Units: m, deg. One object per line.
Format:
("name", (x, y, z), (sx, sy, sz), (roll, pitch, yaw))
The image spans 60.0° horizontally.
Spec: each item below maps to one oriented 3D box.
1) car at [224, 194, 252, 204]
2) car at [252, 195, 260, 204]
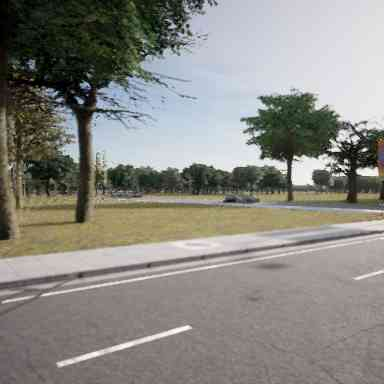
("car", (7.943, 1.257, 60.243), (2.097, 1.767, 4.553), (0, 0, -36))
("car", (10.612, 1.261, 62.123), (2.097, 1.767, 4.553), (0, 0, -36))
